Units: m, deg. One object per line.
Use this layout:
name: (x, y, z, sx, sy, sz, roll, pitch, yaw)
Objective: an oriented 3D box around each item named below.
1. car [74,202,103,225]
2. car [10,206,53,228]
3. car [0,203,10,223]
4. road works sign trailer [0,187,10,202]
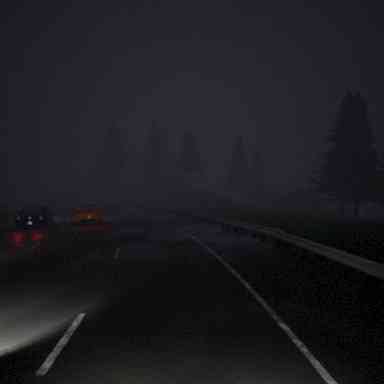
car: (-7.586, 1.492, 24.514, 1.882, 1.535, 5.008, 0, 0, -17)
car: (-10.605, 1.626, 22.616, 1.895, 1.301, 4.718, 0, 0, -17)
car: (-15.200, 1.515, 25.303, 1.882, 1.535, 5.008, 0, 0, -19)
road works sign trailer: (-43.532, 0.571, 76.041, 2.880, 3.560, 2.380, 0, 0, 28)
